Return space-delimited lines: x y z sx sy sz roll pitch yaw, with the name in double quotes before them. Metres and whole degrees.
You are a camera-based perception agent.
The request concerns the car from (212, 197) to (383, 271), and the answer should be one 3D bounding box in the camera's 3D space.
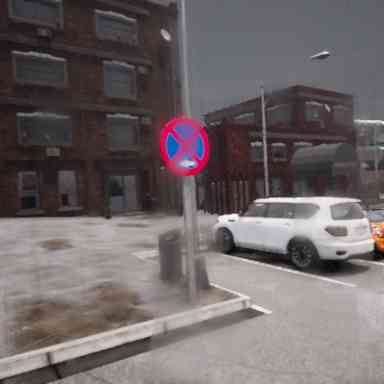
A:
"car" 3.044 1.194 11.214 2.435 2.045 5.566 0 0 -36
